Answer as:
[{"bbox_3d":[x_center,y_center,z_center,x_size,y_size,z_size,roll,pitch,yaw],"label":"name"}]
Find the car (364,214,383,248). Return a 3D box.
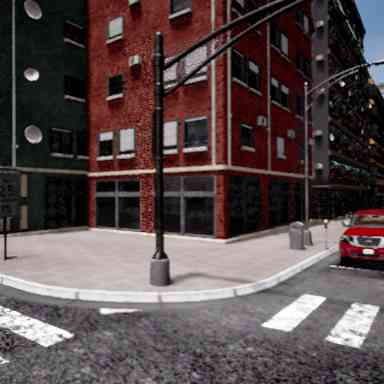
[{"bbox_3d":[10.296,1.937,17.167,1.887,1.381,4.507,-2,-2,35],"label":"car"}]

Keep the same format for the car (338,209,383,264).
[{"bbox_3d":[6.999,1.605,12.529,2.192,1.841,5.009,-2,-2,35],"label":"car"}]
